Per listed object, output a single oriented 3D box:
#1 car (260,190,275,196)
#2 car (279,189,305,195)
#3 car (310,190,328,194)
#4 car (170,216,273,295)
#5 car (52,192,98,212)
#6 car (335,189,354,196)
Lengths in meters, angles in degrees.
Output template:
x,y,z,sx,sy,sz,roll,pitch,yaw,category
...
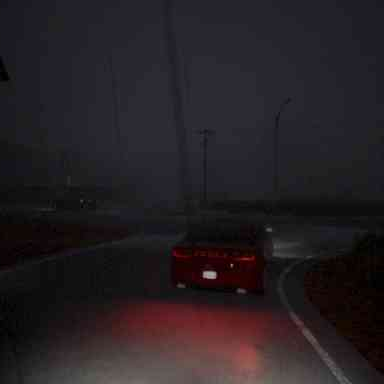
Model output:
x,y,z,sx,sy,sz,roll,pitch,yaw,category
19.060,0.237,82.831,3.905,1.438,1.784,0,1,3,car
18.108,0.374,60.370,4.605,1.855,1.932,0,1,3,car
31.969,0.214,83.375,4.193,1.474,1.816,0,1,3,car
0.983,1.343,8.524,1.882,1.535,5.008,0,1,15,car
-10.634,0.798,30.177,4.553,1.767,2.097,1,1,35,car
31.858,0.230,69.879,3.866,1.878,1.905,0,1,3,car
